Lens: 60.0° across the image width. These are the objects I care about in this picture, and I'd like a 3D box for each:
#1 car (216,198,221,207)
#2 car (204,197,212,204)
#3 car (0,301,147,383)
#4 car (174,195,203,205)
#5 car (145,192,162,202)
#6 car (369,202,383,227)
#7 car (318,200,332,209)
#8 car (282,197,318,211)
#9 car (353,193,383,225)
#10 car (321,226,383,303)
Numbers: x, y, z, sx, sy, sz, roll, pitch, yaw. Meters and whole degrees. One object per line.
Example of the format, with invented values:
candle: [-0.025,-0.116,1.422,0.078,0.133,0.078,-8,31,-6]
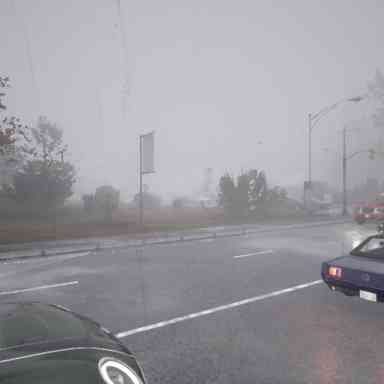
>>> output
car: [5.245,1.142,43.967,2.097,1.767,4.553,-1,0,-39]
car: [1.279,1.291,54.546,1.812,1.442,4.674,-1,0,-38]
car: [-2.483,1.352,1.952,4.553,1.767,2.097,0,0,-36]
car: [-0.969,1.287,51.752,2.128,1.511,4.902,-1,0,-38]
car: [-7.564,1.021,60.079,2.150,2.045,5.566,-1,0,-38]
car: [10.846,1.370,15.994,5.008,1.535,1.882,-1,0,-35]
car: [13.580,1.303,39.150,2.033,1.411,5.357,-1,0,-39]
car: [10.947,1.291,36.839,1.837,1.490,4.892,-1,0,-39]
car: [12.830,1.071,21.699,5.566,2.045,2.150,-1,0,-35]
car: [4.989,1.573,7.289,4.718,1.301,1.895,0,0,-35]
